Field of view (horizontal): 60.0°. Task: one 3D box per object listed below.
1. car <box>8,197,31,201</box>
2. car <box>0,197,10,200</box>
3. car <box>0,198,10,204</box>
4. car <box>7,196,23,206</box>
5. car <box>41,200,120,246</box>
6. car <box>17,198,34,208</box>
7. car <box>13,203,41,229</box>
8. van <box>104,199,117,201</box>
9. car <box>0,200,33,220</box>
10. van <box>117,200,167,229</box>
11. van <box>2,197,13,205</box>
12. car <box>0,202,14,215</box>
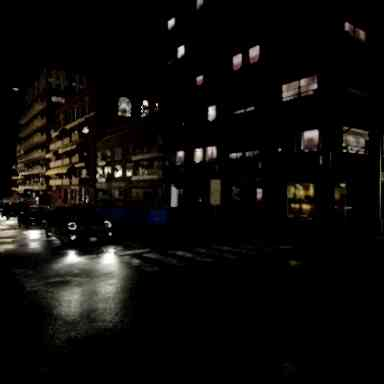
[{"bbox_3d":[-24.211,1.854,47.104,2.128,1.511,4.902,0,0,-36],"label":"car"},{"bbox_3d":[-31.126,1.999,56.579,2.033,1.411,5.357,0,0,-35],"label":"car"},{"bbox_3d":[-45.669,2.219,80.954,1.887,1.381,4.507,-1,0,-36],"label":"car"},{"bbox_3d":[-35.893,1.857,67.521,2.192,1.841,5.009,-1,0,-36],"label":"car"},{"bbox_3d":[-5.507,1.446,15.978,2.097,1.767,4.553,0,0,-36],"label":"car"},{"bbox_3d":[-29.371,1.896,58.567,1.967,1.590,4.097,-1,0,-36],"label":"car"},{"bbox_3d":[-10.724,1.722,23.120,1.994,1.385,4.181,0,0,-38],"label":"car"},{"bbox_3d":[-6.552,1.506,27.224,1.690,1.788,3.998,-1,0,-36],"label":"van"},{"bbox_3d":[-16.647,1.779,31.279,2.033,1.411,5.357,0,0,-36],"label":"car"},{"bbox_3d":[-3.292,1.466,22.746,1.690,1.788,3.998,-1,0,-36],"label":"van"},{"bbox_3d":[-42.413,1.971,76.476,1.690,1.788,3.998,-1,0,-36],"label":"van"},{"bbox_3d":[-22.549,1.908,39.453,1.895,1.301,4.718,0,0,-36],"label":"car"}]
